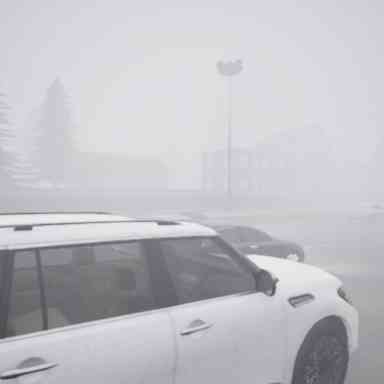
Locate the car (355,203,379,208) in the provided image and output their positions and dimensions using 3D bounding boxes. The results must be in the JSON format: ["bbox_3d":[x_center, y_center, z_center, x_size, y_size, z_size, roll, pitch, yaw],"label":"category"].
[{"bbox_3d":[14.273,1.646,26.821,4.674,1.442,1.812,0,0,-36],"label":"car"}]

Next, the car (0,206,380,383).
[{"bbox_3d":[-0.655,1.227,3.278,5.566,2.045,2.150,0,0,-35],"label":"car"}]

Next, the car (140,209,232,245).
[{"bbox_3d":[-0.230,1.606,16.477,4.181,1.385,1.994,0,0,-35],"label":"car"}]

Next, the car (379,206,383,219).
[{"bbox_3d":[15.427,1.621,23.346,4.892,1.490,1.837,0,0,-35],"label":"car"}]

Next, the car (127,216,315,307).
[{"bbox_3d":[0.958,1.531,8.728,4.892,1.490,1.837,0,0,-35],"label":"car"}]

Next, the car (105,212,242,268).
[{"bbox_3d":[-0.529,1.555,11.983,4.674,1.442,1.812,0,0,-36],"label":"car"}]
